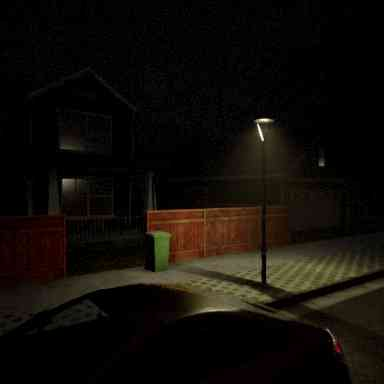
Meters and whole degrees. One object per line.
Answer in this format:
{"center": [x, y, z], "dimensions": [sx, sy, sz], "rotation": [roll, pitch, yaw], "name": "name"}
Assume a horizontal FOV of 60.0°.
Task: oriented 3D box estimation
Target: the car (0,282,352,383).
{"center": [-0.573, 1.564, 2.663], "dimensions": [4.181, 1.385, 1.994], "rotation": [0, 0, -36], "name": "car"}
